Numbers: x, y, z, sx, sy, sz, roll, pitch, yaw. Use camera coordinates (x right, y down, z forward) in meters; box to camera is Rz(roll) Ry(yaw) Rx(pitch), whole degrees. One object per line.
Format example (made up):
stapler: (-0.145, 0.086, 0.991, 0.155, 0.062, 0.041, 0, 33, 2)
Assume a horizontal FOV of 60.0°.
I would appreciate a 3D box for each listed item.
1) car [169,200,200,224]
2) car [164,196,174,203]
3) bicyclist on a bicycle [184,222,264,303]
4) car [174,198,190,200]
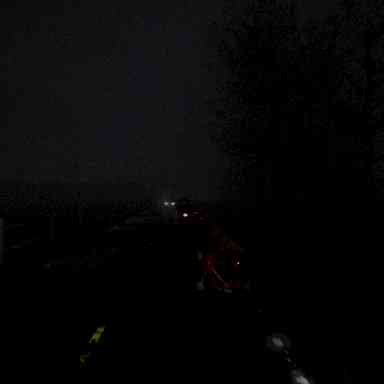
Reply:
car: (-0.487, 1.505, 24.084, 1.994, 1.385, 4.181, 0, 0, -1)
car: (-4.445, 1.402, 66.284, 1.994, 1.385, 4.181, 0, 0, -1)
bicyclist on a bicycle: (0.648, 1.439, 6.715, 1.656, 1.620, 0.582, 0, 0, -1)
car: (-0.986, 1.441, 43.533, 2.033, 1.411, 5.357, 0, 0, -1)
